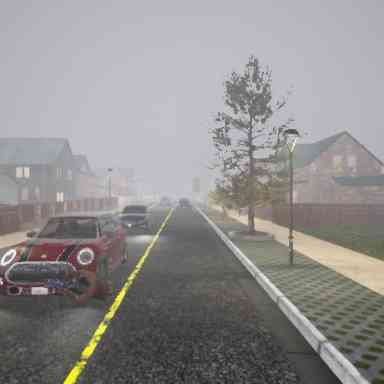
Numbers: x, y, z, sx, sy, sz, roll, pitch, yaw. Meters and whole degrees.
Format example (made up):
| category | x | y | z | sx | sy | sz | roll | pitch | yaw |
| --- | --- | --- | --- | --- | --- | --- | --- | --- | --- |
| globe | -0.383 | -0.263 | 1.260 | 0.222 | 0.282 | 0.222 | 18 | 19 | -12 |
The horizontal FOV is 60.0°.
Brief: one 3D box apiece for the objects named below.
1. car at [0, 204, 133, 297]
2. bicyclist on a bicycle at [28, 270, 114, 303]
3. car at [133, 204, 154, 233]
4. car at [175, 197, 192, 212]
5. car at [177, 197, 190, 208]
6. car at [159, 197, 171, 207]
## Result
| category | x | y | z | sx | sy | sz | roll | pitch | yaw |
| --- | --- | --- | --- | --- | --- | --- | --- | --- | --- |
| car | -3.051 | 1.354 | 8.776 | 2.097 | 1.767 | 4.553 | 0 | 0 | -2 |
| bicyclist on a bicycle | -2.041 | 1.715 | 6.065 | 1.656 | 0.582 | 1.620 | 19 | -23 | -29 |
| car | -3.350 | 1.514 | 19.926 | 1.837 | 1.490 | 4.892 | 0 | 0 | -2 |
| car | -0.936 | 1.557 | 38.856 | 1.812 | 1.442 | 4.674 | 0 | 0 | -2 |
| car | -1.227 | 1.531 | 49.421 | 1.882 | 1.535 | 5.008 | 0 | 0 | -2 |
| car | -4.271 | 1.589 | 53.078 | 1.812 | 1.442 | 4.674 | 0 | 0 | -1 |
